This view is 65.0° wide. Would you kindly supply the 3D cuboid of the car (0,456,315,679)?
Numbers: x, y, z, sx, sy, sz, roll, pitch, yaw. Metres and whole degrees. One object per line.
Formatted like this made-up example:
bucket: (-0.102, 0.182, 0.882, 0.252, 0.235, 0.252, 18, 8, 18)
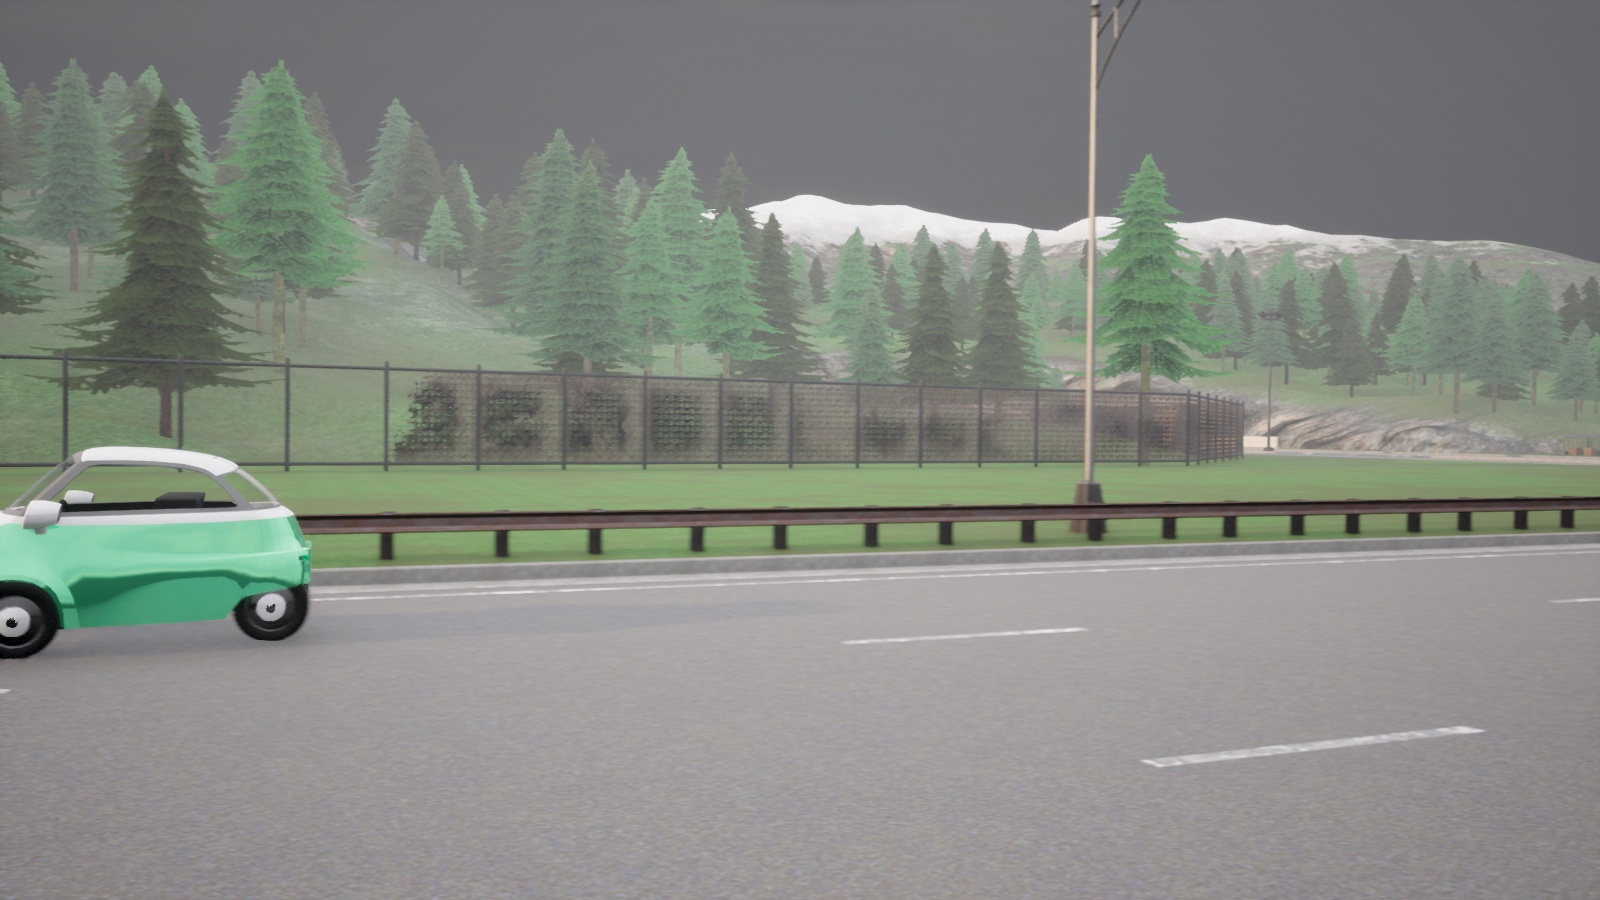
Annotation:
car: (-4.653, 0.756, 8.955, 2.207, 1.376, 1.481, -1, 1, -21)
